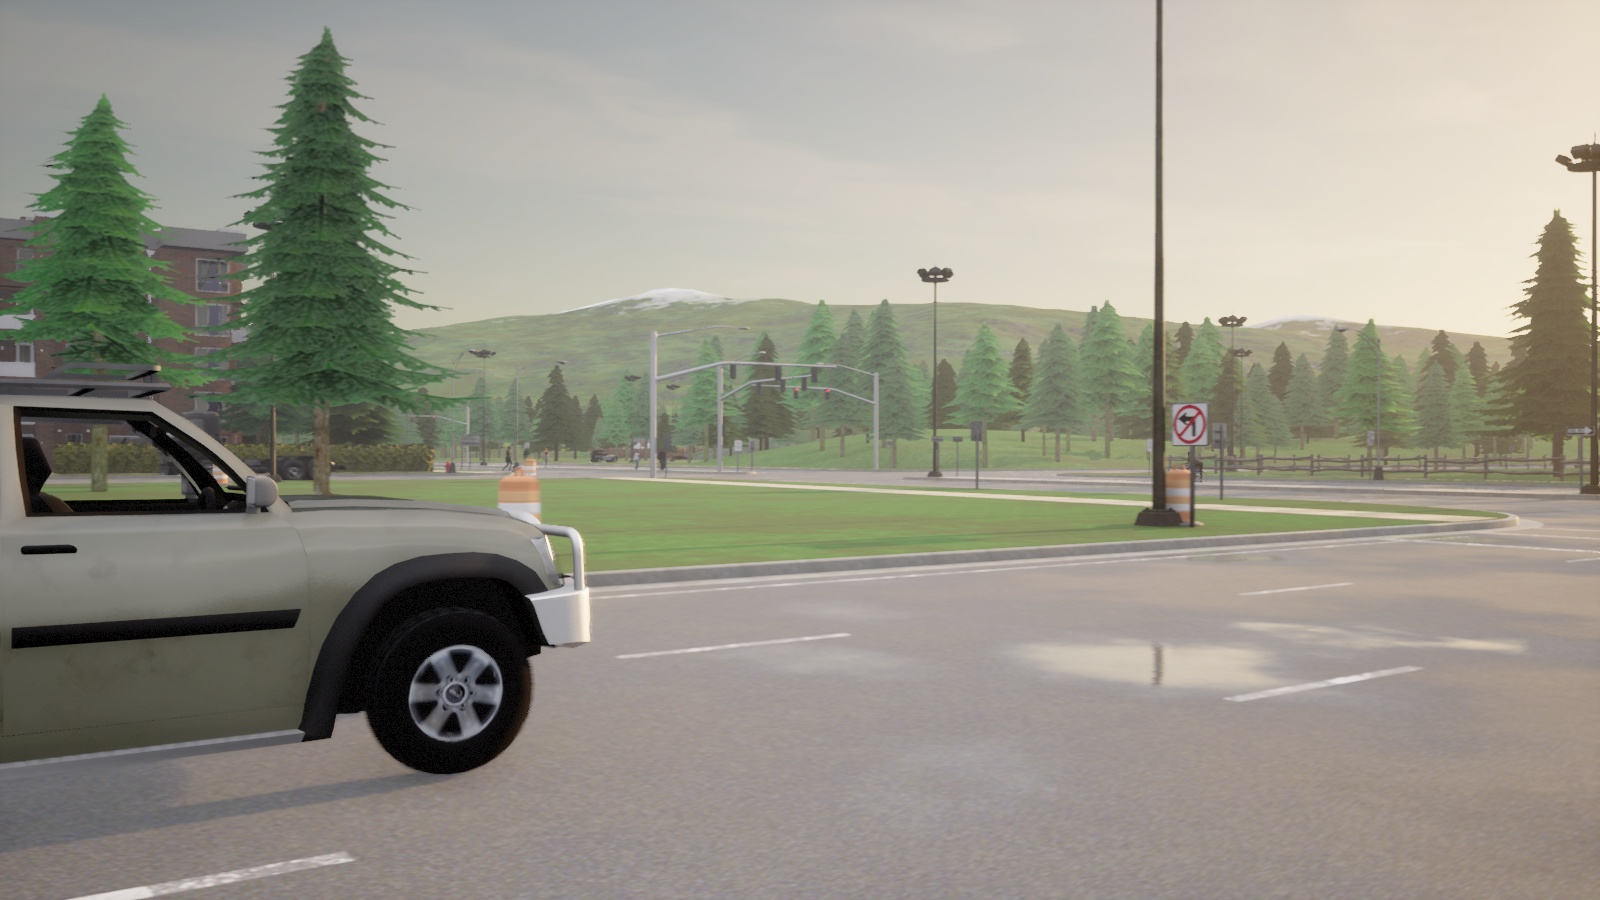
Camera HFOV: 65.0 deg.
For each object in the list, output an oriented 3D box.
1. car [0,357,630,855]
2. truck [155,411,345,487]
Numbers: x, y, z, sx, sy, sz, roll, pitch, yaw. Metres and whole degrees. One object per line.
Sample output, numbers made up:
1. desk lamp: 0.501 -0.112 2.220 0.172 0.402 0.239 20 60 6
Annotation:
1. car: -3.278 0.582 5.643 4.605 1.855 1.932 0 0 -35
2. truck: -26.304 -0.033 60.190 7.936 3.462 2.891 0 0 -35
